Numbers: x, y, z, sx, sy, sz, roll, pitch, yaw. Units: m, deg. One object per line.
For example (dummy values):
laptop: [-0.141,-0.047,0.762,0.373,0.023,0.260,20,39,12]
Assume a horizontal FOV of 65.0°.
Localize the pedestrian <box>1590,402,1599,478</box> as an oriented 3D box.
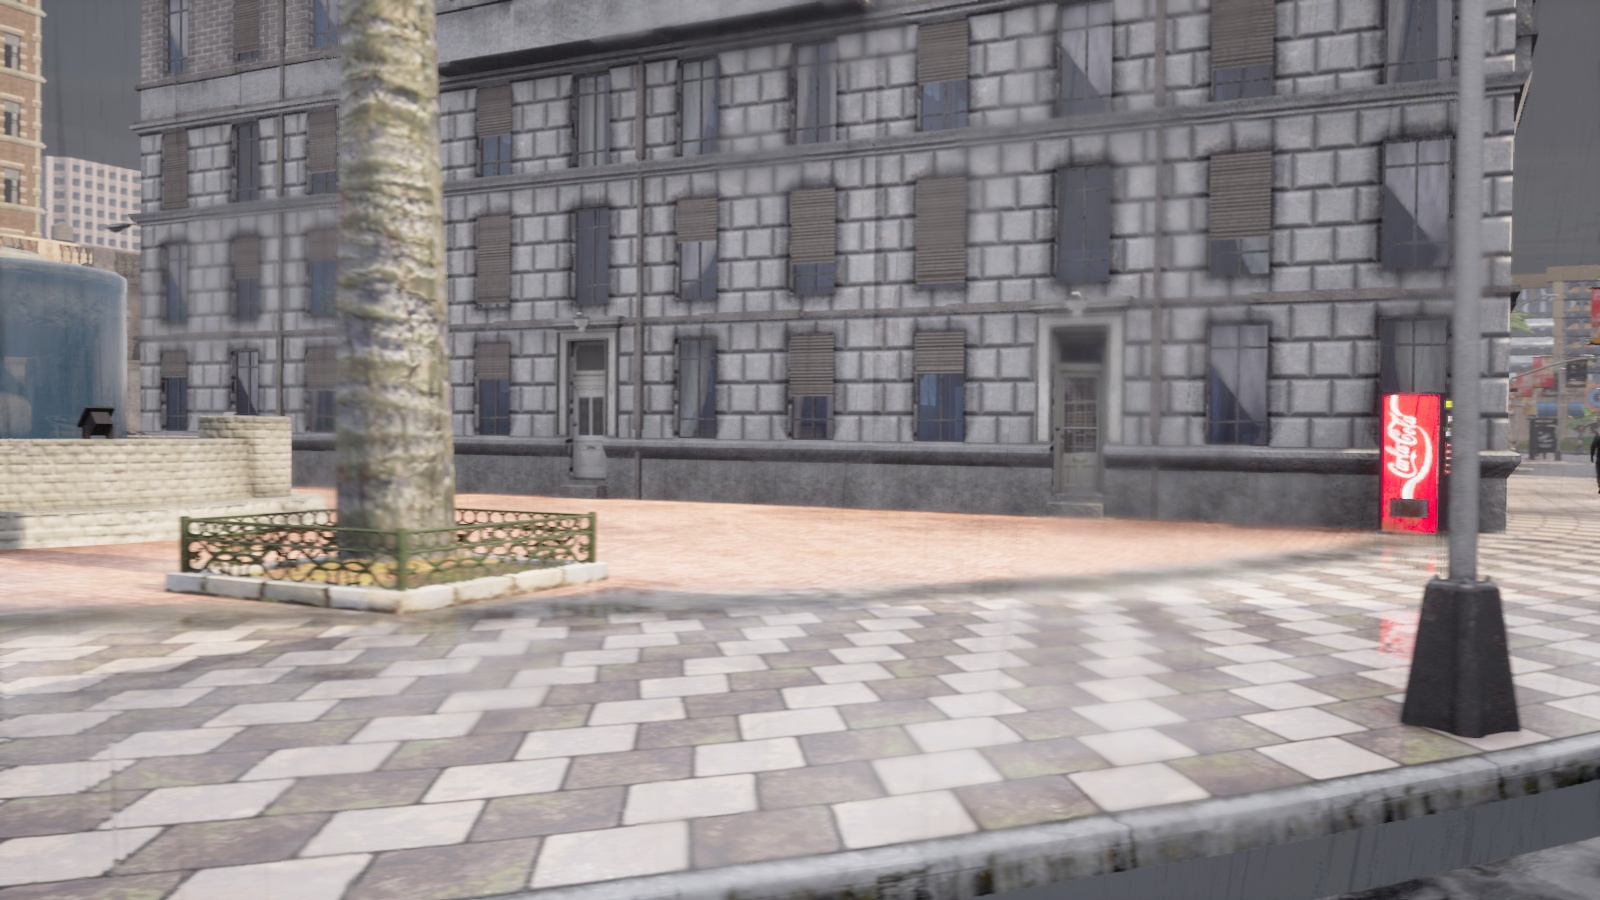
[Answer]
pedestrian: [20.105,-0.245,31.428,0.563,1.883,0.849,0,1,31]
